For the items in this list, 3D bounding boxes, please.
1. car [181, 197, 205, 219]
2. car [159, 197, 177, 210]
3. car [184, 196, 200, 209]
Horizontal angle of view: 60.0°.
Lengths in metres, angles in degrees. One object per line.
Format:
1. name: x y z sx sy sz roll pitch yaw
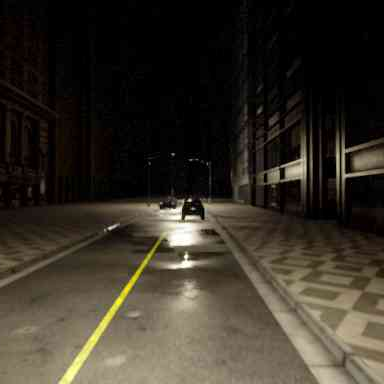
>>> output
1. car: 0.088 1.459 29.093 2.033 1.649 4.856 0 -1 0
2. car: -3.095 1.400 43.618 2.097 1.767 4.553 0 0 0
3. car: 0.039 1.403 45.885 2.097 1.767 4.553 0 0 1
